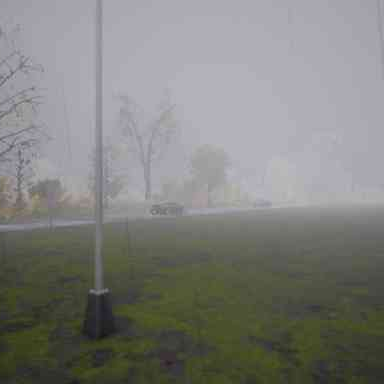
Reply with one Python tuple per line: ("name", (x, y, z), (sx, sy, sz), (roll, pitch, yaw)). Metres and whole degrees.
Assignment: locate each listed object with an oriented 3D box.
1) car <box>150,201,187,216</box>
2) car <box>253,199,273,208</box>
("car", (-2.415, 1.748, 35.763), (1.837, 1.490, 4.892), (0, 0, 36))
("car", (11.954, 1.901, 55.909), (2.128, 1.511, 4.902), (0, 0, 36))
